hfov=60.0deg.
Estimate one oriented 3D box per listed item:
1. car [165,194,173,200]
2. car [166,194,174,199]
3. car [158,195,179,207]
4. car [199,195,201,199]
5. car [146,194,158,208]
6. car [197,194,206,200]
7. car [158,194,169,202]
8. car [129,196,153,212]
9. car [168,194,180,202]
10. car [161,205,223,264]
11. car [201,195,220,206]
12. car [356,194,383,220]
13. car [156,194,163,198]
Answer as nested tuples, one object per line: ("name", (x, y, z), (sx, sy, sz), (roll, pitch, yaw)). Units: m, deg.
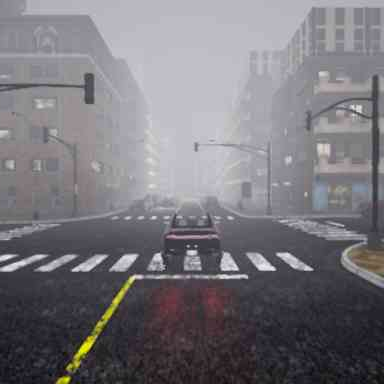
("car", (-6.099, 1.303, 88.418), (2.008, 1.369, 4.403), (0, 0, 0))
("car", (-6.125, 1.289, 94.101), (2.008, 1.369, 4.403), (0, 0, 0))
("car", (-3.305, 1.456, 47.527), (1.895, 1.301, 4.718), (0, 0, 0))
("car", (2.464, 1.294, 48.682), (1.967, 1.590, 4.097), (0, 0, 0))
("car", (-5.890, 1.394, 42.790), (1.752, 1.417, 4.829), (0, 0, 0))
("car", (2.308, 1.318, 82.776), (2.008, 1.369, 4.403), (0, 0, 0))
("car", (-6.020, 1.233, 71.372), (1.967, 1.590, 4.097), (0, 0, 0))
("car", (-5.864, 1.450, 37.277), (1.947, 1.339, 4.313), (0, 0, 0))
("car", (-3.307, 1.360, 64.505), (2.033, 1.411, 5.357), (0, 0, 0))
("car", (0.002, 1.439, 11.558), (2.128, 1.511, 4.902), (-1, 0, 0))
("car", (2.490, 1.310, 43.000), (1.967, 1.590, 4.097), (0, 0, 0))
("car", (14.448, 0.936, 23.684), (5.009, 1.841, 2.192), (-1, 1, -1))
("car", (-5.917, 1.167, 48.641), (2.192, 1.841, 5.009), (0, 0, 0))
